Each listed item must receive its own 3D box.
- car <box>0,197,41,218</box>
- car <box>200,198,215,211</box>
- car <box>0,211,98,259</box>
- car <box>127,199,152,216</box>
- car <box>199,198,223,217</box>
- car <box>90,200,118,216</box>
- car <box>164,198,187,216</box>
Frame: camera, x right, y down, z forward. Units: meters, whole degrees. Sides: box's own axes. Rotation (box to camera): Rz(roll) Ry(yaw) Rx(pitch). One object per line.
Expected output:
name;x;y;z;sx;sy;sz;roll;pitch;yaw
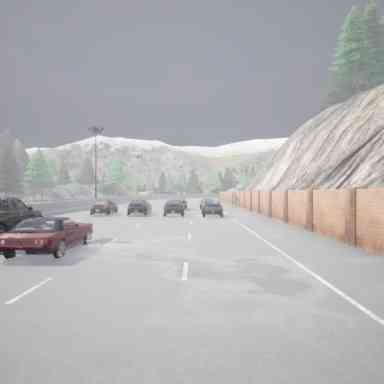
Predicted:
car;-8.792;1.218;15.063;2.150;2.045;5.566;0;0;0
car;1.925;1.526;42.540;1.812;1.442;4.674;0;0;1
car;-5.311;1.601;12.599;1.895;1.301;4.718;0;0;0
car;-5.151;1.503;32.959;1.837;1.490;4.892;0;-1;0
car;1.836;1.492;31.153;2.128;1.511;4.902;0;0;0
car;-8.650;1.526;32.849;1.812;1.442;4.674;0;0;0
car;-1.656;1.504;31.998;1.837;1.490;4.892;0;0;0
